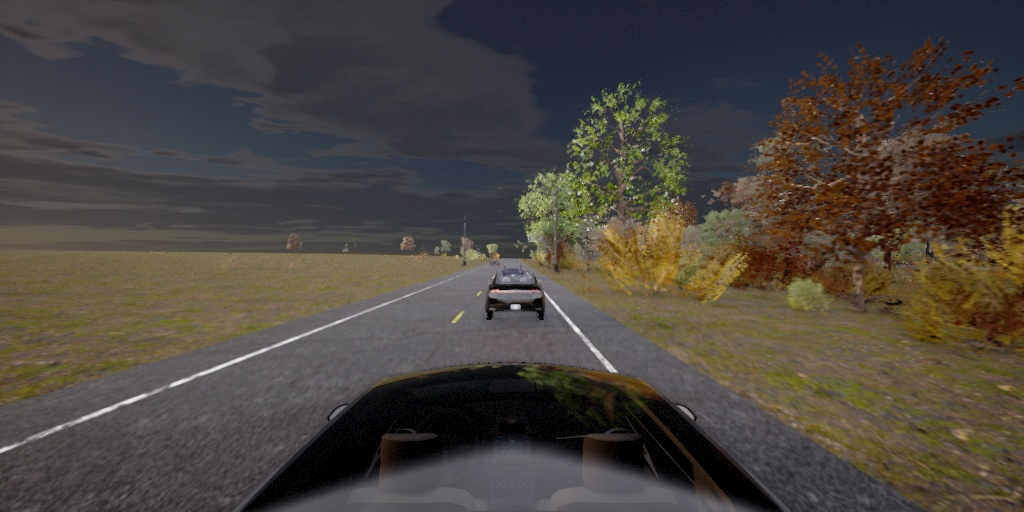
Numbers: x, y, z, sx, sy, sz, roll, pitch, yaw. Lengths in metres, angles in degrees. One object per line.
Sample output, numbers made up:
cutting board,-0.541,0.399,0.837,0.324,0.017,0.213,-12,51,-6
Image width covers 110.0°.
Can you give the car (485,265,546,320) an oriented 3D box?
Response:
car,0.102,1.241,12.649,2.128,1.511,4.902,0,0,0
